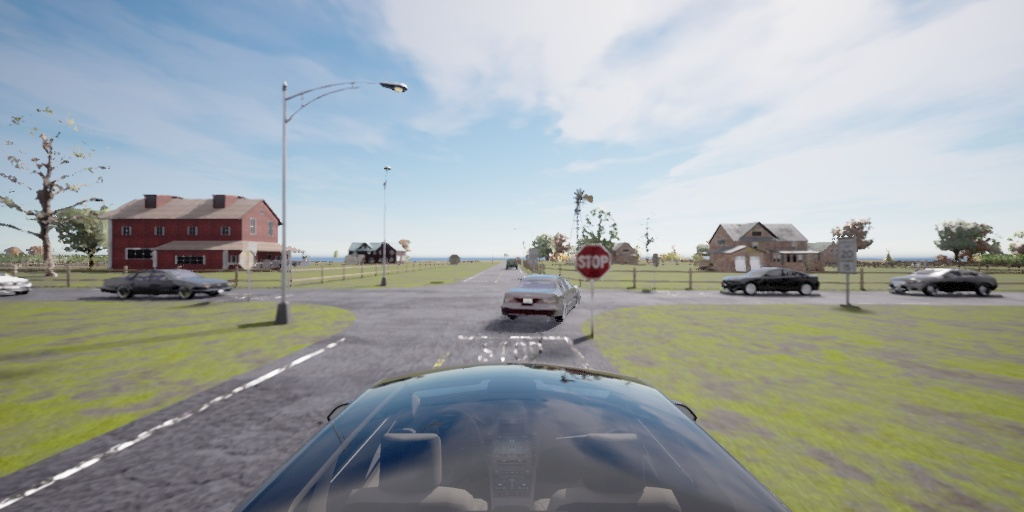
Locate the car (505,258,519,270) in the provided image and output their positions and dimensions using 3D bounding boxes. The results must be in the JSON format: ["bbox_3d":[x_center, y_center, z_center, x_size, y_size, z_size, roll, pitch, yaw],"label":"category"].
[{"bbox_3d":[-0.003,1.405,64.931,2.150,2.045,5.566,0,0,0],"label":"car"}]

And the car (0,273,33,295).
[{"bbox_3d":[-27.345,1.317,18.101,4.674,1.442,1.812,0,0,1],"label":"car"}]

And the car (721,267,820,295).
[{"bbox_3d":[14.815,1.413,20.724,5.008,1.535,1.882,0,0,0],"label":"car"}]

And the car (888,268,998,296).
[{"bbox_3d":[24.665,1.465,20.646,4.902,1.511,2.128,0,0,1],"label":"car"}]

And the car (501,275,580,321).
[{"bbox_3d":[1.228,1.378,12.946,2.033,1.411,5.357,0,0,18],"label":"car"}]

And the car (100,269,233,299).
[{"bbox_3d":[-17.250,1.366,18.018,5.357,1.411,2.033,0,0,0],"label":"car"}]
